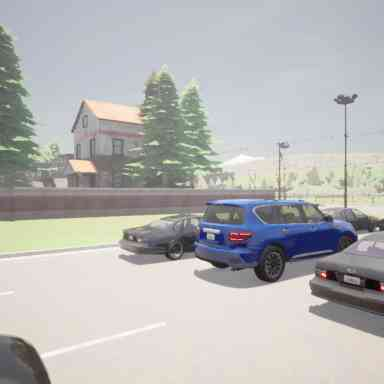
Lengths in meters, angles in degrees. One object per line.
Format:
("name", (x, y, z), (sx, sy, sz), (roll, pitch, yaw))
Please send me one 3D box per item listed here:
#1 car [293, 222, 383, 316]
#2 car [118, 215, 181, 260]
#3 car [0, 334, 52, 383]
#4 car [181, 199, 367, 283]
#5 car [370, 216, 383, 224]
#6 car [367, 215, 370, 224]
("car", (4.765, 1.547, 7.152), (5.357, 1.411, 2.033), (0, 0, -36))
("car", (0.039, 1.547, 12.377), (5.357, 1.411, 2.033), (0, 0, -35))
("car", (-2.914, 1.564, 1.797), (4.181, 1.385, 1.994), (0, 0, -34))
("car", (2.660, 1.221, 9.952), (5.566, 2.045, 2.150), (0, 0, -35))
("car", (10.671, 1.505, 15.665), (4.892, 1.490, 1.837), (0, 0, -35))
("car", (8.233, 1.547, 18.224), (5.357, 1.411, 2.033), (0, 0, -36))
